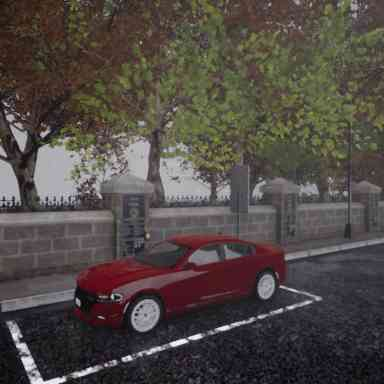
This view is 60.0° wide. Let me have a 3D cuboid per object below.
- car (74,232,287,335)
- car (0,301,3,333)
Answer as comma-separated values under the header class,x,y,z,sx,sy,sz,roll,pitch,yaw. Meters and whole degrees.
class,x,y,z,sx,sy,sz,roll,pitch,yaw
car,-0.018,1.545,6.702,4.507,1.381,1.887,0,0,-35
car,-4.500,1.551,3.446,4.403,1.369,2.008,0,0,-35
